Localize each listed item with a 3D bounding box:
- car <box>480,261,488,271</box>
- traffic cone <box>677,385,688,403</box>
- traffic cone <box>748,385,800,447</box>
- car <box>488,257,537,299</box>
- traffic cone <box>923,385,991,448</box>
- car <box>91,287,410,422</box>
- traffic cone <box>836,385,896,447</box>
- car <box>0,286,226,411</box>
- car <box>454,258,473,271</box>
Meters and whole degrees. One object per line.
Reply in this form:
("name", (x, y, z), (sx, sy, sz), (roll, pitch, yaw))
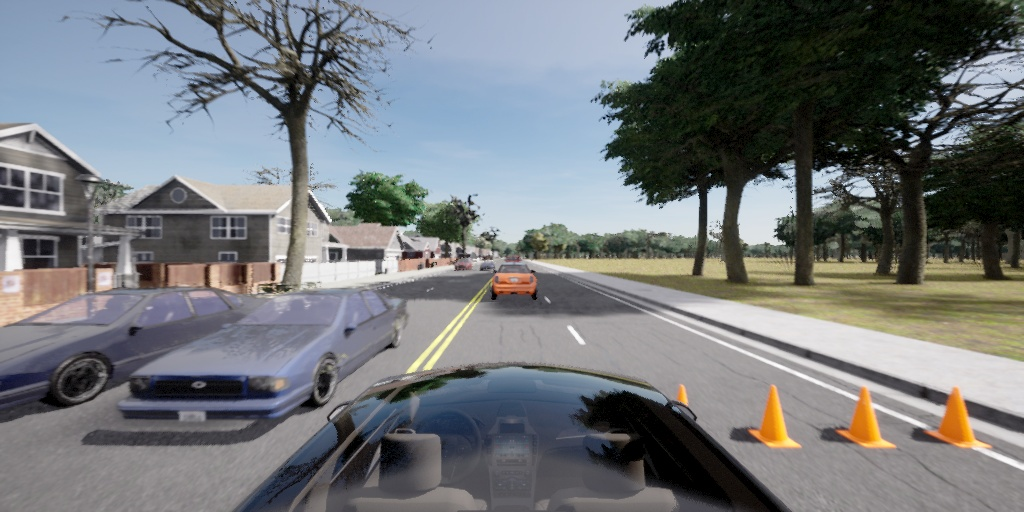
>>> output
("car", (-3.303, 1.347, 49.412), (1.994, 1.385, 4.181), (0, 0, 0))
("traffic cone", (1.861, 1.711, 3.931), (0.340, 0.580, 0.340), (0, 0, 0))
("traffic cone", (2.861, 1.713, 3.930), (0.340, 0.580, 0.340), (0, 0, 0))
("car", (0.100, 1.110, 18.212), (2.097, 1.767, 4.553), (0, 0, 0))
("traffic cone", (4.861, 1.718, 3.929), (0.340, 0.580, 0.340), (0, 0, 0))
("car", (-3.356, 1.291, 6.417), (2.033, 1.411, 5.357), (0, 0, 0))
("traffic cone", (3.861, 1.716, 3.930), (0.340, 0.580, 0.340), (0, 0, 0))
("car", (-6.606, 1.284, 6.438), (2.033, 1.411, 5.357), (0, 0, 0))
("car", (-6.555, 1.127, 48.889), (2.097, 1.767, 4.553), (0, 0, 0))
